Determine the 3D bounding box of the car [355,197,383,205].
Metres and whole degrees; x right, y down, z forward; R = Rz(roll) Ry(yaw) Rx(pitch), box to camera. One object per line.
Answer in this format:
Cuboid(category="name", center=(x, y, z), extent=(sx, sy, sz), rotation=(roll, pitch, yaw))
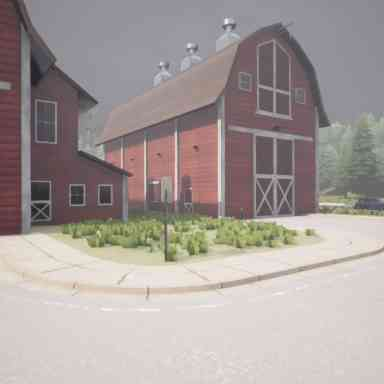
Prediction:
Cuboid(category="car", center=(20.145, 1.387, 36.102), extent=(2.097, 1.767, 4.553), rotation=(0, 0, -34))
